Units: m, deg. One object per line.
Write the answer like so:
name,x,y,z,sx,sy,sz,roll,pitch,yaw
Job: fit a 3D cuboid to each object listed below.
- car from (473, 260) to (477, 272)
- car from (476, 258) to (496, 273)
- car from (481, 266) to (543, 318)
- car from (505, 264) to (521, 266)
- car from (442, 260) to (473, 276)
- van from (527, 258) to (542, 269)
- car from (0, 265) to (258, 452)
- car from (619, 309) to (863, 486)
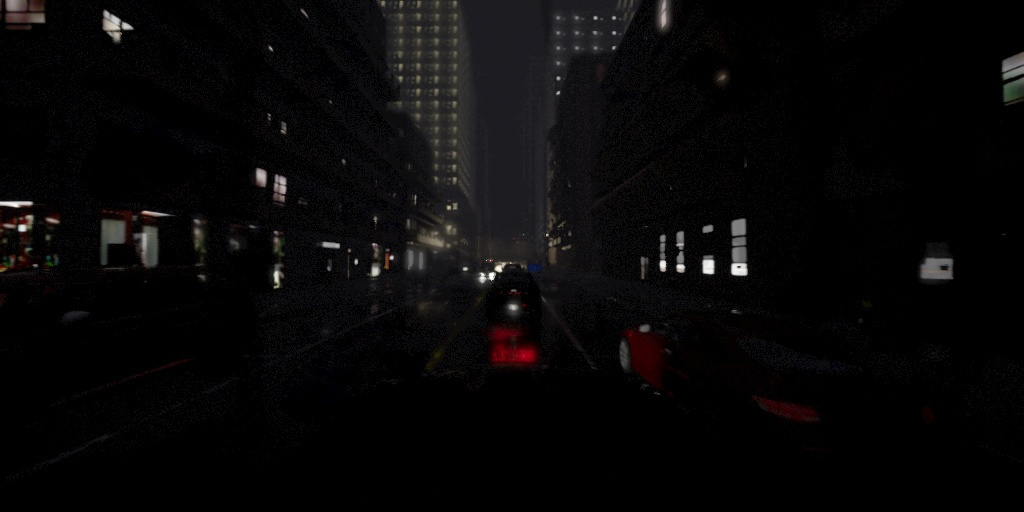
car,-5.672,1.435,43.381,1.802,1.307,4.207,0,0,0
car,-3.101,1.351,46.140,2.128,1.511,4.902,0,0,0
car,0.068,1.286,13.190,1.837,1.490,4.892,0,0,0
car,0.067,1.343,28.995,1.812,1.442,4.674,0,0,0
car,-5.670,1.390,37.840,2.007,1.370,4.403,0,0,0
van,2.677,1.194,43.436,1.690,1.789,3.998,0,0,0
car,-5.692,1.072,4.598,2.192,1.841,5.009,0,0,0
car,2.691,1.340,4.653,1.802,1.307,4.207,0,0,0
